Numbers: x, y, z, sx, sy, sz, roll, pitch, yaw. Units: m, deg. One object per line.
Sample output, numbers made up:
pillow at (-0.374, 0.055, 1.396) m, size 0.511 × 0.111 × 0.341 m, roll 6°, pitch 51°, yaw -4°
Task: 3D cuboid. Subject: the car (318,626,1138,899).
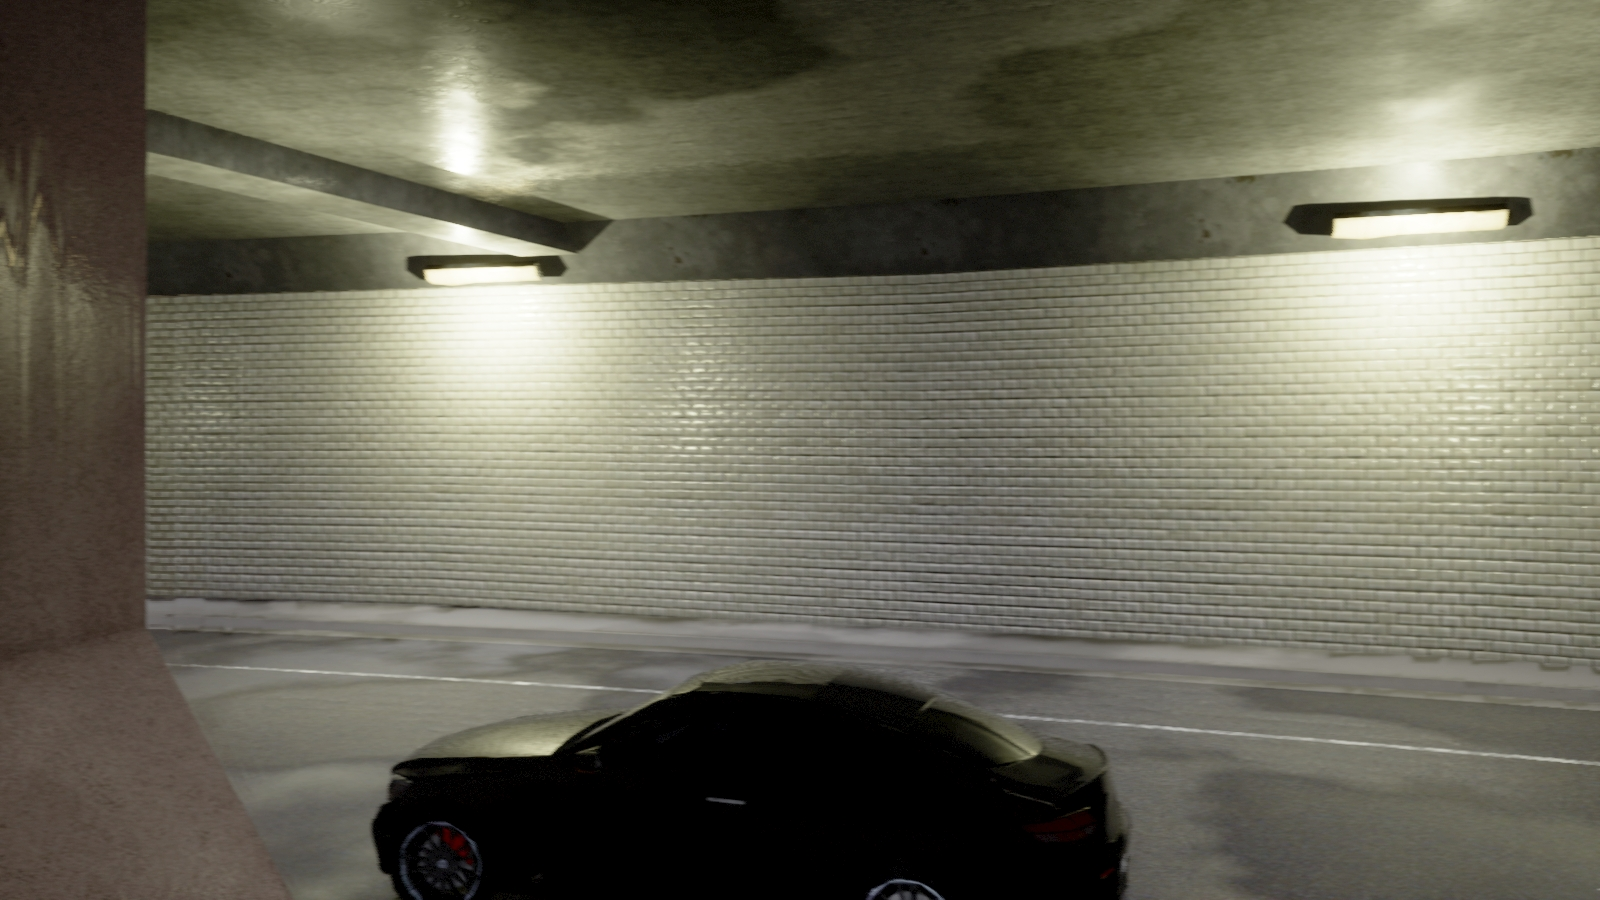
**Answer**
car at (-0.378, 2.079, 7.102) m, size 4.674 × 1.442 × 2.002 m, roll 0°, pitch 0°, yaw 19°
